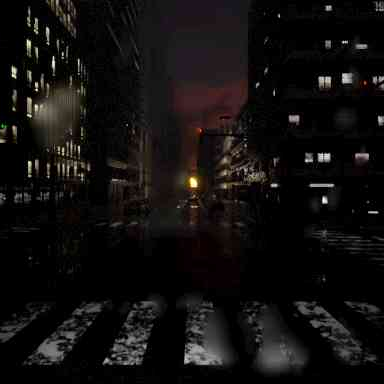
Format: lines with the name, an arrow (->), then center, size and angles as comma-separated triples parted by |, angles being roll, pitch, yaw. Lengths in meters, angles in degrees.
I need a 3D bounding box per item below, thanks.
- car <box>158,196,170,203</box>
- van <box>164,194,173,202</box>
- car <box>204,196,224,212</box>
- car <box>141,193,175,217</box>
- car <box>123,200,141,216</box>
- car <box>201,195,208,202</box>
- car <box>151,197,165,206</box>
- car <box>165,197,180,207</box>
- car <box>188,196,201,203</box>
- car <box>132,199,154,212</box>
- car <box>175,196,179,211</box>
car -> -5.559, 1.529, 66.960 | 1.887, 1.381, 4.507 | -1, 0, 0
van -> -5.537, 1.323, 78.270 | 1.690, 1.788, 3.998 | -1, 0, 0
car -> 2.759, 1.540, 38.669 | 2.008, 1.369, 4.403 | -1, 0, 0
car -> -3.037, 1.213, 31.163 | 2.150, 2.045, 5.566 | 0, 0, 0
car -> -5.634, 1.516, 32.863 | 1.752, 1.417, 4.829 | -1, 0, 0
car -> 2.832, 1.423, 72.597 | 1.967, 1.590, 4.097 | -1, 0, 0
car -> -5.584, 1.531, 55.651 | 1.887, 1.381, 4.507 | -1, 0, 0
car -> -2.976, 1.534, 52.186 | 2.033, 1.411, 5.357 | 0, 0, 0
car -> 0.211, 1.488, 70.975 | 2.128, 1.511, 4.902 | 0, 0, 0
car -> -5.621, 1.555, 38.687 | 1.947, 1.339, 4.313 | -1, 0, 0
car -> -3.006, 1.210, 41.642 | 2.150, 2.045, 5.566 | 0, 0, 0
